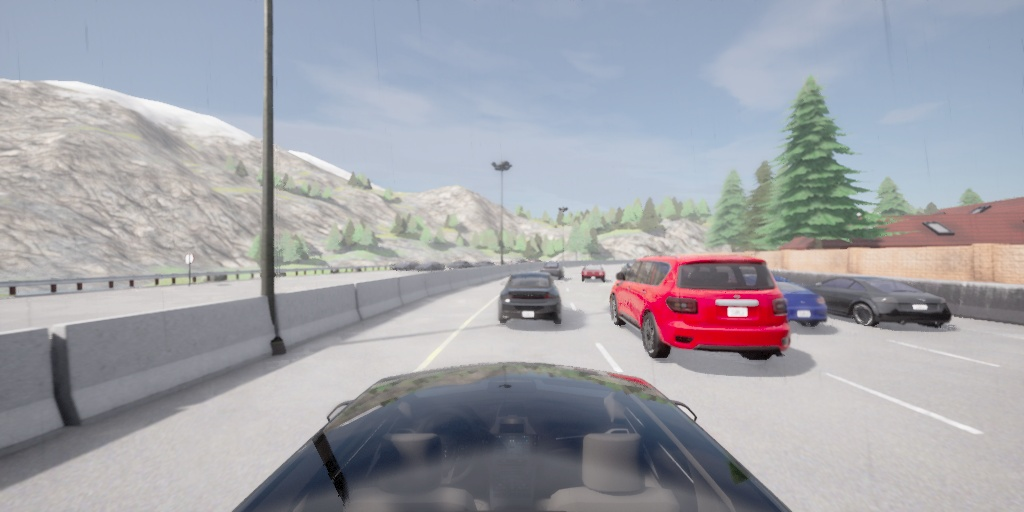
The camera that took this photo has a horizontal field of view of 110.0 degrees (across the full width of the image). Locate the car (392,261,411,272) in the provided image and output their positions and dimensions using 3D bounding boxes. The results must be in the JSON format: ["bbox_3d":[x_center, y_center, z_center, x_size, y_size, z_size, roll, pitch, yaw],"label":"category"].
[{"bbox_3d":[-13.983,1.405,48.724,2.033,1.411,5.357,0,0,16],"label":"car"}]

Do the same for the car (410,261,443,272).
[{"bbox_3d":[-10.731,1.404,47.367,2.033,1.411,5.357,0,0,16],"label":"car"}]

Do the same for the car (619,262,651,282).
[{"bbox_3d":[10.720,1.321,31.599,2.128,1.511,4.902,0,0,13],"label":"car"}]

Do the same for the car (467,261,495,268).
[{"bbox_3d":[-3.686,1.363,46.393,1.837,1.490,4.892,0,0,17],"label":"car"}]

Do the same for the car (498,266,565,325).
[{"bbox_3d":[0.648,1.283,11.967,1.837,1.490,4.892,0,0,5],"label":"car"}]

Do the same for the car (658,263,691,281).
[{"bbox_3d":[14.399,1.358,32.020,1.812,1.442,4.674,0,0,13],"label":"car"}]

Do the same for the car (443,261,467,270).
[{"bbox_3d":[-6.894,1.365,47.856,1.837,1.490,4.892,0,0,17],"label":"car"}]

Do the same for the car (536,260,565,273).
[{"bbox_3d":[3.725,1.319,32.378,2.128,1.511,4.902,0,0,12],"label":"car"}]

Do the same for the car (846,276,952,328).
[{"bbox_3d":[11.158,1.345,11.637,1.994,1.385,4.181,0,0,5],"label":"car"}]

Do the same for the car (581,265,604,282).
[{"bbox_3d":[6.862,1.425,30.435,1.895,1.301,4.718,0,0,12],"label":"car"}]

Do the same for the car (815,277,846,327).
[{"bbox_3d":[7.621,1.303,11.414,1.812,1.442,4.674,0,0,5],"label":"car"}]

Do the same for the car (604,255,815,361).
[{"bbox_3d":[3.871,0.993,8.513,2.150,2.045,5.566,0,0,4],"label":"car"}]
